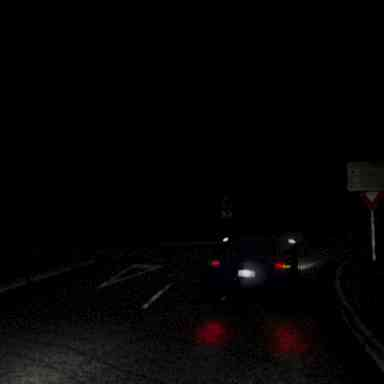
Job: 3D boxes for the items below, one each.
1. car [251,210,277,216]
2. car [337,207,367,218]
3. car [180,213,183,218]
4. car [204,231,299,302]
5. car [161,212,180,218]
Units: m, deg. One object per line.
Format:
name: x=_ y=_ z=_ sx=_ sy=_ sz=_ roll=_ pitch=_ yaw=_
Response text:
car: x=14.031 y=4.219 z=64.973 sx=4.718 sy=1.301 sz=1.895 roll=-3 pitch=-6 yaw=39
car: x=21.801 y=2.741 z=45.562 sx=2.128 sy=1.511 sz=4.902 roll=1 pitch=-2 yaw=-6
car: x=-6.274 y=6.739 z=94.874 sx=5.566 sy=2.045 sz=2.435 roll=1 pitch=-5 yaw=-12
car: x=1.678 y=1.684 z=8.589 sx=1.994 sy=1.385 sz=4.181 roll=-1 pitch=-3 yaw=17
car: x=-6.643 y=6.738 z=91.925 sx=4.892 sy=1.521 sz=2.231 roll=1 pitch=-5 yaw=-13
